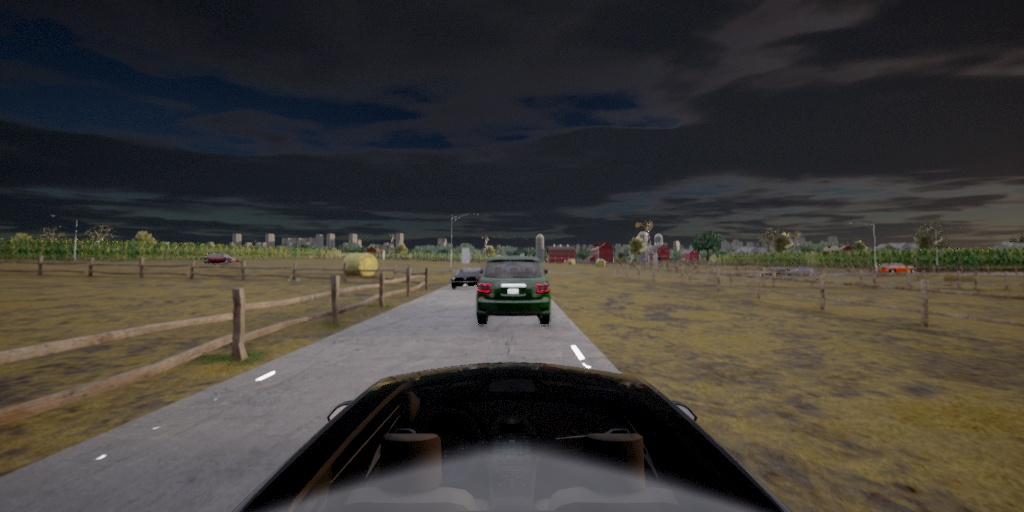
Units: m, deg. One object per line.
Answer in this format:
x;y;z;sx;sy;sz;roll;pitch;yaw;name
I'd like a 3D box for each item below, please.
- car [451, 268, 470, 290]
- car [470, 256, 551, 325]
-2.832;1.458;23.874;1.895;1.301;4.718;0;0;0;car
0.063;1.022;12.185;2.150;2.045;5.566;0;0;1;car
